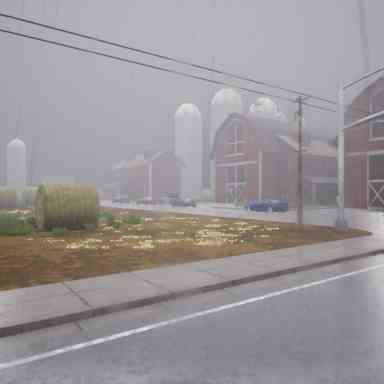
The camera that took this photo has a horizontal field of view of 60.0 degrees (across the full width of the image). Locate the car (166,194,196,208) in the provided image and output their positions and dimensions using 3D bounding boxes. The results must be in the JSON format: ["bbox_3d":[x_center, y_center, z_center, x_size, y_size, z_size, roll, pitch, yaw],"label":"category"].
[{"bbox_3d":[-1.231,1.480,47.075,1.812,1.442,4.674,-1,1,-36],"label":"car"}]

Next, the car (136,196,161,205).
[{"bbox_3d":[-7.654,1.480,55.756,1.812,1.442,4.674,0,0,-36],"label":"car"}]

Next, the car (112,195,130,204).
[{"bbox_3d":[-13.748,1.325,64.005,2.097,1.767,4.553,0,0,-37],"label":"car"}]

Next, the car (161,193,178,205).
[{"bbox_3d":[-3.979,1.118,57.640,3.866,1.878,1.905,-2,5,11],"label":"car"}]

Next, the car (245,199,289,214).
[{"bbox_3d":[7.749,1.440,34.978,1.882,1.535,5.008,0,0,-37],"label":"car"}]
